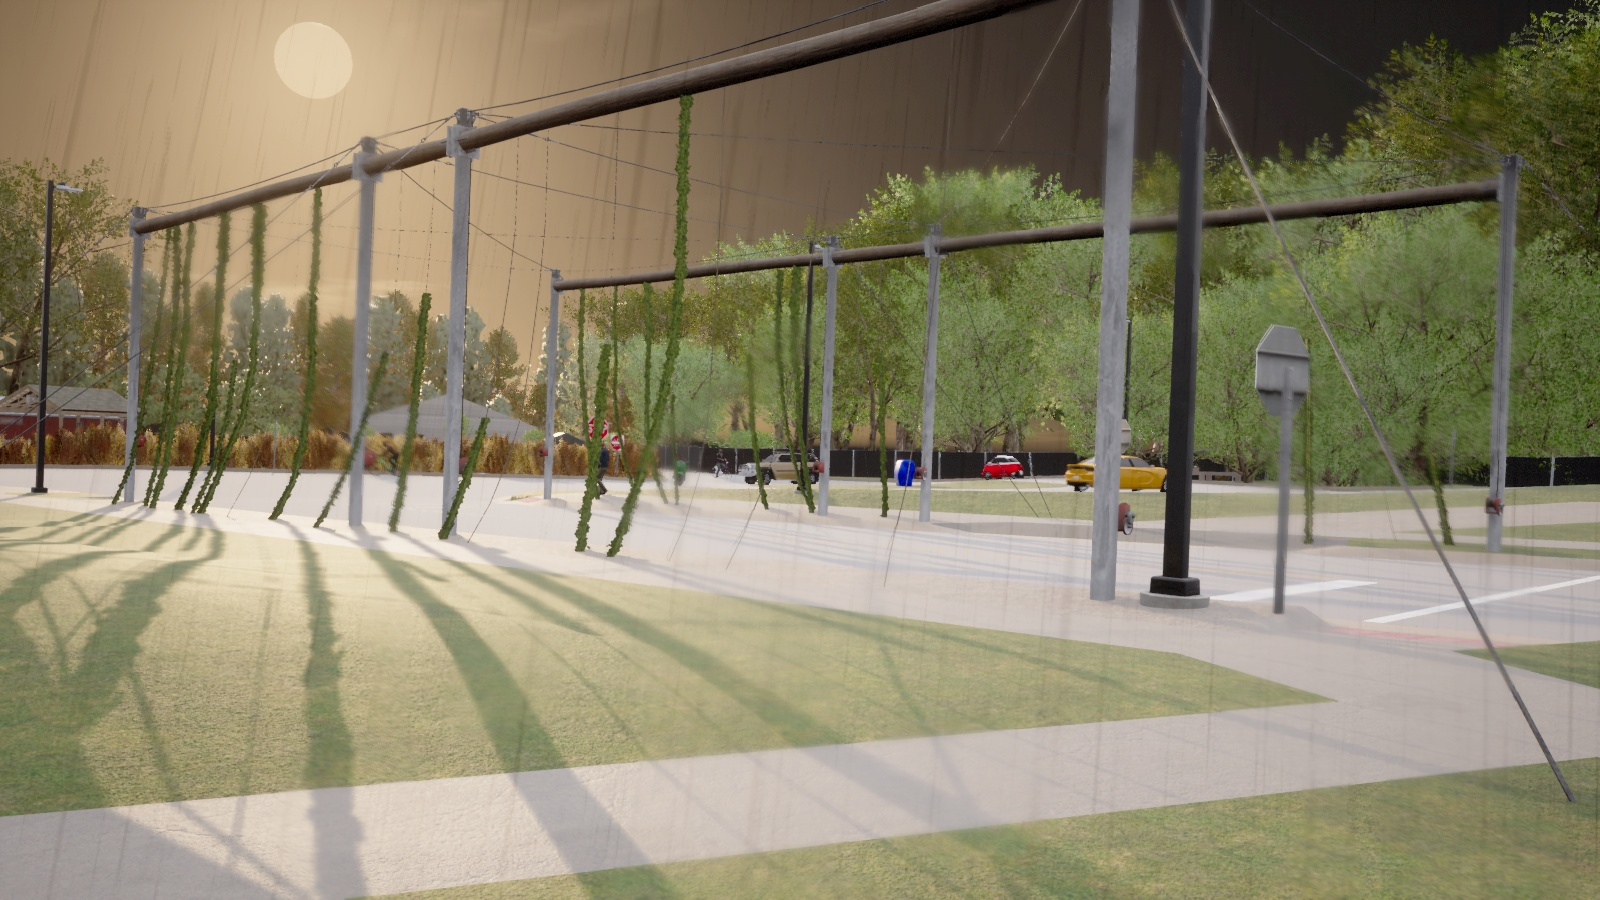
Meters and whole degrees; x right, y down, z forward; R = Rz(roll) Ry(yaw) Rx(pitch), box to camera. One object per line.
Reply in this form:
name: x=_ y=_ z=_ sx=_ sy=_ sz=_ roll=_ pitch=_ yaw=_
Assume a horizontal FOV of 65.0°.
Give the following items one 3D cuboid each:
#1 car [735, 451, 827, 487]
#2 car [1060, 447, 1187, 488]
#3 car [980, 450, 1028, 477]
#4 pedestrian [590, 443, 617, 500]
car: x=-1.026 y=1.006 z=68.369 sx=4.605 sy=1.855 sz=1.932 roll=-1 pitch=-1 yaw=-31
car: x=12.911 y=0.663 z=50.027 sx=5.008 sy=1.535 sz=1.882 roll=0 pitch=1 yaw=-31
car: x=11.655 y=0.760 z=71.825 sx=2.207 sy=1.376 sz=1.481 roll=-5 pitch=-3 yaw=34
pedestrian: x=-6.479 y=0.712 z=41.367 sx=0.726 sy=1.842 sz=0.402 roll=1 pitch=0 yaw=20
